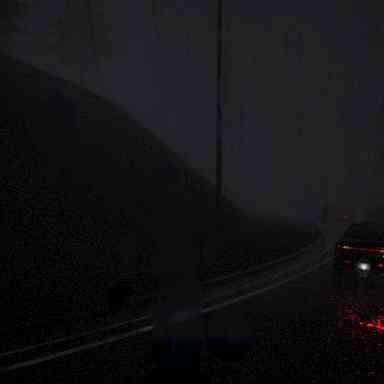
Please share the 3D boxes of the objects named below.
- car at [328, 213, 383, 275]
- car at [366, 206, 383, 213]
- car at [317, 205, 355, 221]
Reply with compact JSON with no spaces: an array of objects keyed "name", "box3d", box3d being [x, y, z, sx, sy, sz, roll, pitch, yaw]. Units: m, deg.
[{"name":"car","box3d":[5.865,1.652,10.401,1.837,1.490,4.892,0,0,38]},{"name":"car","box3d":[15.723,1.855,26.867,1.882,1.535,5.008,1,-1,7]},{"name":"car","box3d":[12.390,1.856,28.875,1.882,1.535,5.008,1,-1,4]}]
